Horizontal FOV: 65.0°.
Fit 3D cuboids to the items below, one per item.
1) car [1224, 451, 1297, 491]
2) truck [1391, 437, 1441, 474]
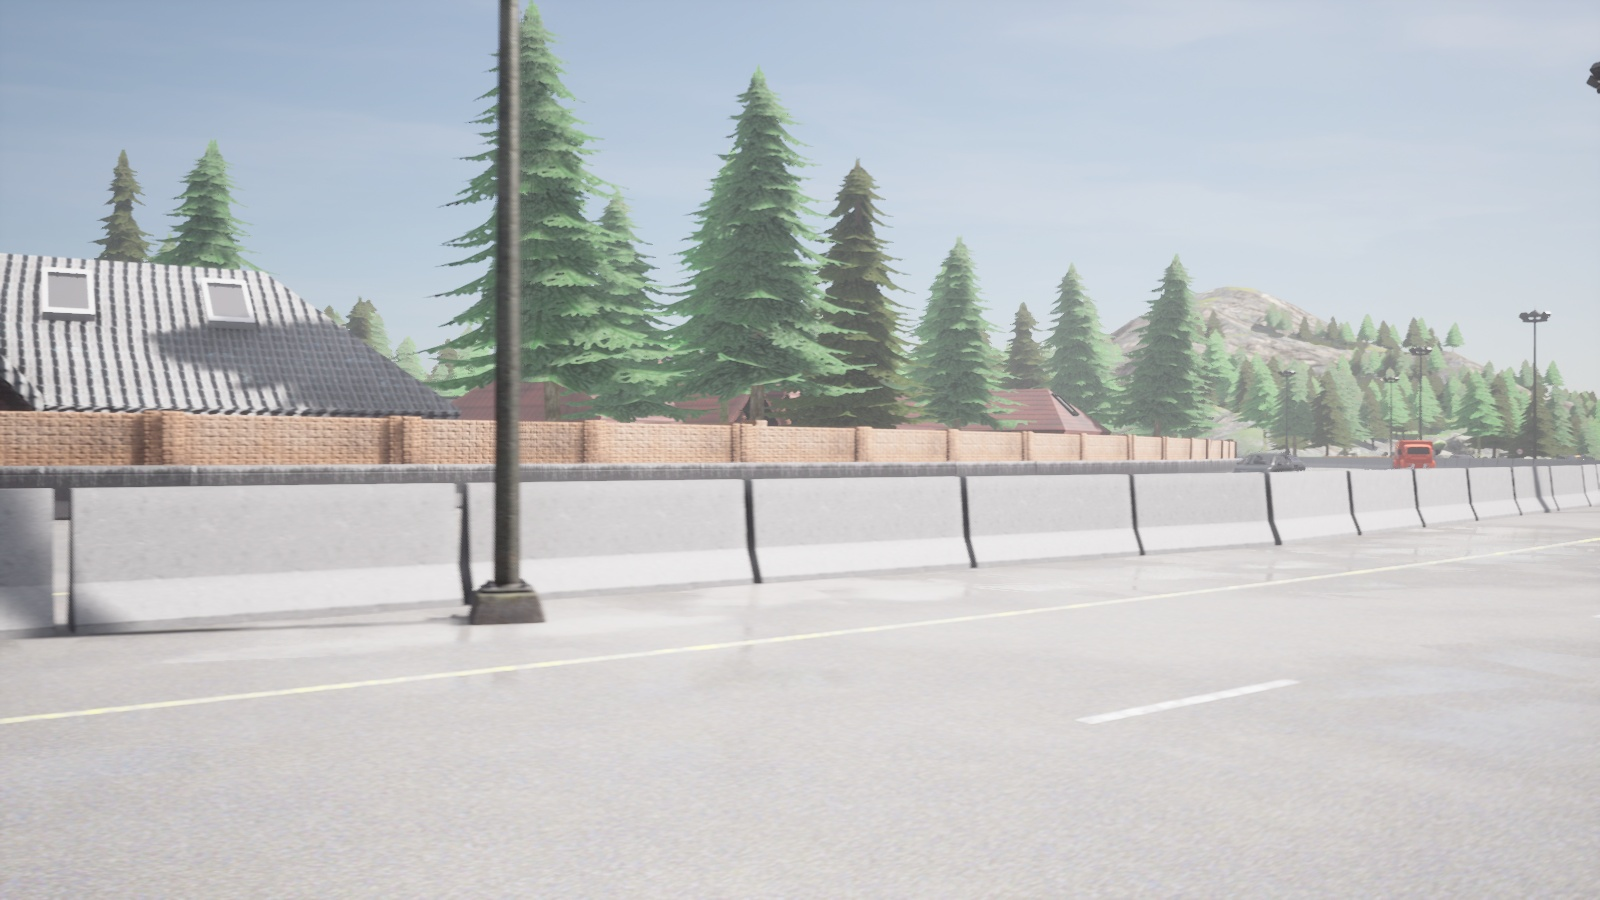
[{"bbox_3d":[18.713,0.815,50.949,1.789,1.549,3.705,0,0,37],"label":"car"},{"bbox_3d":[42.739,0.391,87.213,2.627,2.467,5.204,0,0,21],"label":"truck"}]
